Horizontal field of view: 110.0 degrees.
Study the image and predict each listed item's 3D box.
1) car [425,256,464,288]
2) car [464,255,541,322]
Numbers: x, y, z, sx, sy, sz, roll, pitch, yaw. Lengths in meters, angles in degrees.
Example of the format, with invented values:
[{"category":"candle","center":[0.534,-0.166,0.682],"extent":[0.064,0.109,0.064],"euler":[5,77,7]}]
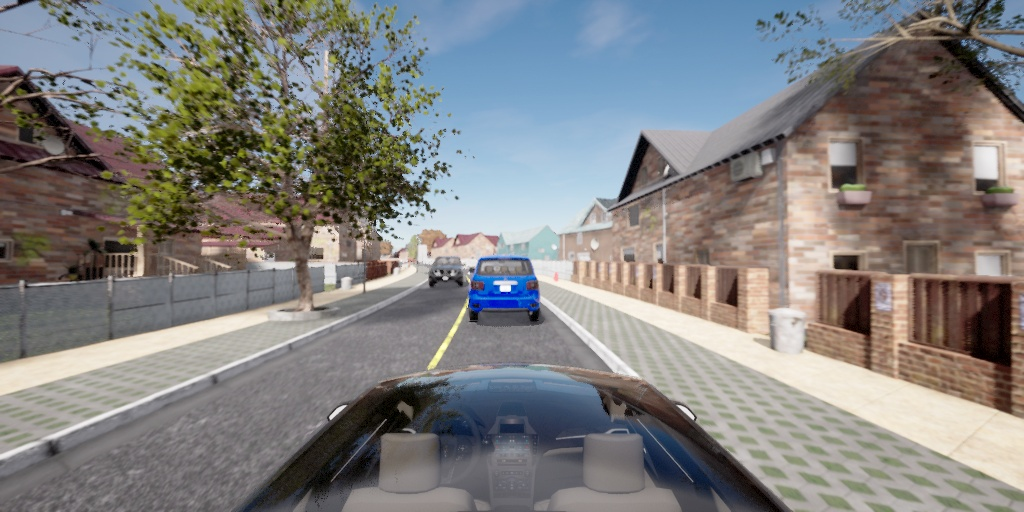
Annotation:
[{"category":"car","center":[-4.355,0.995,24.455],"extent":[2.150,2.045,5.566],"euler":[0,0,-7]},{"category":"car","center":[-0.340,0.987,12.593],"extent":[2.150,2.045,5.566],"euler":[0,0,-3]}]
